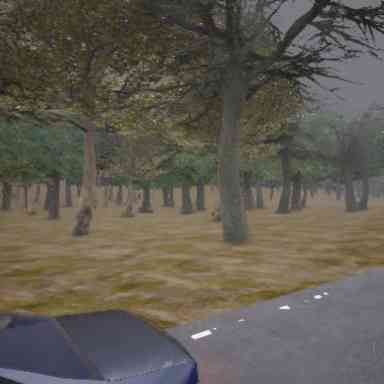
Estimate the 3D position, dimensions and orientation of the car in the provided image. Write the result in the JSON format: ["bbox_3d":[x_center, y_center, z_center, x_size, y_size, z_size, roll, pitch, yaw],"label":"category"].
[{"bbox_3d":[-2.375,1.554,1.699,5.357,1.411,2.033,0,0,-36],"label":"car"}]
